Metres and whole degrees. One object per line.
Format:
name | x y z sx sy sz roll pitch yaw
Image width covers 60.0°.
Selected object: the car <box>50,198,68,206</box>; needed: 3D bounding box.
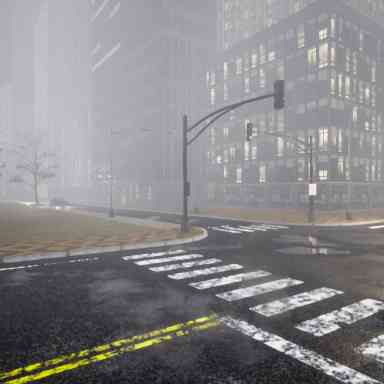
car | -21.724 1.606 54.213 1.895 1.301 4.718 0 0 -35
